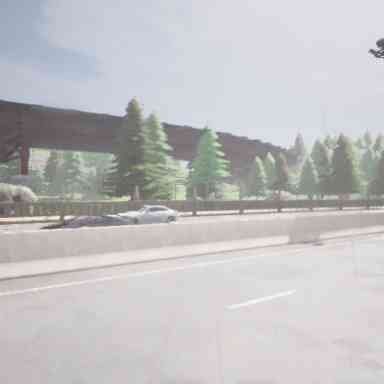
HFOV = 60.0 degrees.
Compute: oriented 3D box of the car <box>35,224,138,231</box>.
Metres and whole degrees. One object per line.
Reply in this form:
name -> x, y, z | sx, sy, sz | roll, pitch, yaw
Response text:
car -> -4.329, 1.600, 13.796 | 4.181, 1.385, 1.994 | 1, 0, -35
